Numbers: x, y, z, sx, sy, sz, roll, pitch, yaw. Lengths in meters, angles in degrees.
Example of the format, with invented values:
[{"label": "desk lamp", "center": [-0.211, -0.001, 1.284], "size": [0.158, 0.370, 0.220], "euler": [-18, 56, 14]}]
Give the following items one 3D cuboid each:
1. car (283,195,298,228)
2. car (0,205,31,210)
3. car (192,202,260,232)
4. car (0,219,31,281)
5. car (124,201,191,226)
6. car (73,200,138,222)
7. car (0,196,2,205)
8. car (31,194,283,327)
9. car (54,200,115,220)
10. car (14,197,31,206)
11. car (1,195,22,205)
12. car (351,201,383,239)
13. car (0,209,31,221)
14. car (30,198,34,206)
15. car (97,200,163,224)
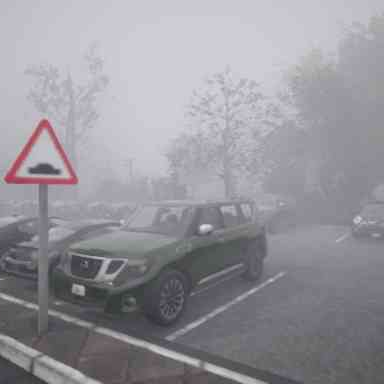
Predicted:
[{"label": "car", "center": [4.486, 1.178, 19.500], "size": [2.435, 2.045, 5.566], "euler": [0, 0, 35]}, {"label": "car", "center": [-9.459, 1.501, 13.904], "size": [2.002, 1.452, 4.674], "euler": [0, 0, 35]}, {"label": "car", "center": [2.288, 1.441, 21.067], "size": [2.231, 1.521, 4.892], "euler": [0, 0, 35]}, {"label": "car", "center": [-2.494, 1.470, 9.070], "size": [2.002, 1.452, 4.674], "euler": [0, 0, 35]}, {"label": "car", "center": [-2.359, 1.460, 24.275], "size": [2.231, 1.521, 4.892], "euler": [0, 0, 35]}, {"label": "car", "center": [-6.999, 1.476, 27.494], "size": [2.097, 1.535, 5.008], "euler": [0, 0, 35]}, {"label": "car", "center": [-18.694, 1.518, 35.623], "size": [2.097, 1.535, 5.008], "euler": [0, 0, 35]}, {"label": "car", "center": [-0.189, 1.167, 7.439], "size": [2.435, 2.045, 5.566], "euler": [0, 0, 35]}, {"label": "car", "center": [-9.300, 1.514, 29.132], "size": [2.163, 1.488, 4.792], "euler": [0, 0, 35]}, {"label": "car", "center": [-14.061, 1.501, 32.395], "size": [2.097, 1.535, 5.008], "euler": [0, 0, 35]}, {"label": "car", "center": [-16.360, 1.384, 34.034], "size": [2.185, 1.767, 4.553], "euler": [0, 0, 35]}, {"label": "car", "center": [9.215, 1.270, 16.175], "size": [2.185, 1.767, 4.553], "euler": [1, 0, 35]}, {"label": "car", "center": [-4.818, 1.442, 10.680], "size": [2.097, 1.535, 5.008], "euler": [0, 0, 35]}, {"label": "car", "center": [-11.736, 1.493, 30.793], "size": [2.097, 1.535, 5.008], "euler": [0, 0, 35]}, {"label": "car", "center": [-4.680, 1.467, 25.884], "size": [2.097, 1.535, 5.008], "euler": [0, 0, 35]}]
